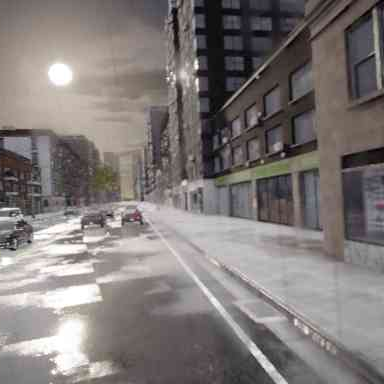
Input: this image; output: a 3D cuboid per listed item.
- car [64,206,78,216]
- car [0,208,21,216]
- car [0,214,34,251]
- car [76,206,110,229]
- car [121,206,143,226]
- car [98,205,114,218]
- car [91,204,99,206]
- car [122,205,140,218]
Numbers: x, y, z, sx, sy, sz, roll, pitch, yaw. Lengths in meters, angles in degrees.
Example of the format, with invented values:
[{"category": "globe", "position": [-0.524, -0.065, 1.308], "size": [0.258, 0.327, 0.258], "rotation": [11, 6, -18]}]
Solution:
[{"category": "car", "position": [-20.135, 3.204, 55.642], "size": [1.837, 1.490, 4.892], "rotation": [-3, 0, -10]}, {"category": "car", "position": [-14.624, 2.288, 25.537], "size": [2.150, 2.045, 5.566], "rotation": [-3, -1, -13]}, {"category": "car", "position": [-9.868, 2.233, 17.659], "size": [1.837, 1.490, 4.892], "rotation": [-3, -1, -10]}, {"category": "car", "position": [-8.541, 2.298, 29.171], "size": [1.837, 1.490, 4.892], "rotation": [-3, 0, -10]}, {"category": "car", "position": [-5.389, 2.162, 29.951], "size": [1.812, 1.442, 4.674], "rotation": [-3, -1, -10]}, {"category": "car", "position": [-11.067, 2.677, 42.809], "size": [1.895, 1.301, 4.718], "rotation": [-3, -1, -10]}, {"category": "car", "position": [-17.812, 2.988, 61.101], "size": [2.097, 1.767, 4.553], "rotation": [-3, -1, -10]}, {"category": "car", "position": [-7.701, 2.444, 42.397], "size": [2.033, 1.411, 5.357], "rotation": [-3, -1, -10]}]
